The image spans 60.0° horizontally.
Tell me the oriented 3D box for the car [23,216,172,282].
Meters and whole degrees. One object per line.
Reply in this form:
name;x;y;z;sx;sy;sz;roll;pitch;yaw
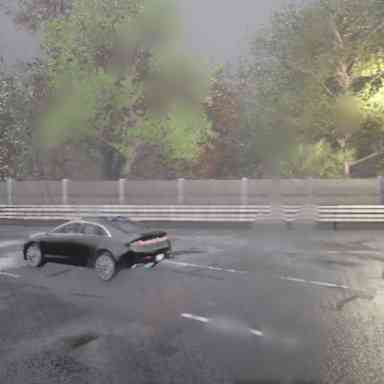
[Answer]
car;-2.900;1.473;9.725;4.902;1.511;2.128;-1;0;31
